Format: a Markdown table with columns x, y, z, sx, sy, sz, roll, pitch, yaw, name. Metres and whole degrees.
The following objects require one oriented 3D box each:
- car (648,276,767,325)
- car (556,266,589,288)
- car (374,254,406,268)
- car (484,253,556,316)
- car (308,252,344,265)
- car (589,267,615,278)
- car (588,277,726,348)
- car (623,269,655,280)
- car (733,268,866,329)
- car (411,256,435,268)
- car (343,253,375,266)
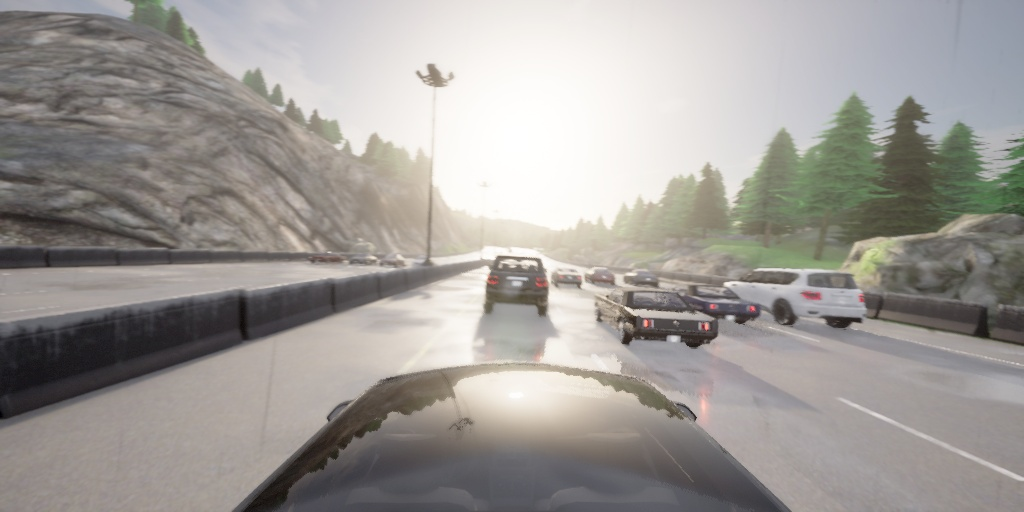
| x | y | z | sx | sy | sz | roll | pitch | yaw | name |
| --- | --- | --- | --- | --- | --- | --- | --- | --- | --- |
| 7.172 | 1.705 | 13.884 | 1.895 | 1.301 | 4.718 | 3 | 0 | 1 | car |
| 3.844 | 1.466 | 25.917 | 2.033 | 1.411 | 5.357 | 3 | 0 | 1 | car |
| -13.571 | 0.530 | 40.930 | 1.812 | 1.442 | 4.674 | 3 | 0 | 1 | car |
| 0.199 | 0.964 | 13.821 | 2.150 | 2.045 | 5.566 | 3 | 0 | 1 | car |
| -20.579 | 0.246 | 40.092 | 1.895 | 1.301 | 4.718 | 3 | 0 | 1 | car |
| 7.426 | 1.660 | 30.683 | 1.994 | 1.385 | 4.181 | 3 | 0 | 1 | car |
| 3.601 | 1.527 | 10.052 | 1.895 | 1.301 | 4.718 | 3 | 0 | 1 | car |
| 10.921 | 1.839 | 30.609 | 1.994 | 1.385 | 4.181 | 3 | 0 | 1 | car |
| 10.696 | 1.505 | 14.253 | 2.150 | 2.045 | 5.566 | 3 | 0 | 1 | car |
| -10.076 | 0.709 | 40.932 | 1.812 | 1.442 | 4.674 | 3 | 0 | 1 | car |
| -17.061 | 0.389 | 41.219 | 1.994 | 1.385 | 4.181 | 3 | 0 | 1 | car |
